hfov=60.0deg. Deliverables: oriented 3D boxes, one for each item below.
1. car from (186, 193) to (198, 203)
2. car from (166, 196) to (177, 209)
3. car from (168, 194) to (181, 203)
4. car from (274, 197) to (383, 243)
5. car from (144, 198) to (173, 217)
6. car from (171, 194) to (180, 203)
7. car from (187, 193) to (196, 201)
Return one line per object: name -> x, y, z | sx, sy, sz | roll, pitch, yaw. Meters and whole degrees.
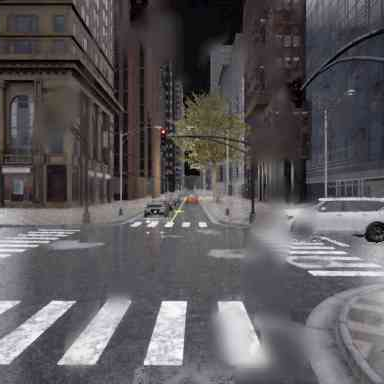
car -> 0.022, 1.044, 60.775 | 2.097, 1.767, 4.553 | 0, 1, 0
car -> -3.144, 1.470, 39.078 | 1.895, 1.301, 4.718 | 0, 0, 0
car -> -3.119, 1.192, 59.811 | 2.128, 1.511, 4.902 | 0, 1, 1
car -> 6.856, 1.267, 16.049 | 5.566, 2.045, 2.150 | 0, 0, 6
car -> -3.134, 1.490, 30.286 | 1.994, 1.385, 4.181 | 0, 0, 0
car -> -3.153, 1.393, 49.415 | 1.895, 1.301, 4.718 | 0, 0, 0
car -> -0.043, 1.064, 70.662 | 1.882, 1.535, 5.008 | 0, 1, 0
